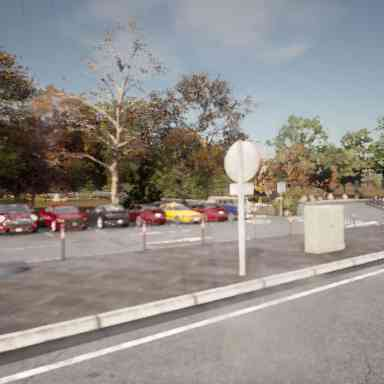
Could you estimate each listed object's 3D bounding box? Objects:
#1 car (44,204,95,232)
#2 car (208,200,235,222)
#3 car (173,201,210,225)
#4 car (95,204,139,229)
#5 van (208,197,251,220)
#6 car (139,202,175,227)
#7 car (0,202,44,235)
[{"bbox_3d":[-8.125,1.546,20.936,2.097,1.535,5.008,0,0,-36],"label":"car"},{"bbox_3d":[0.889,1.646,27.415,2.163,1.488,4.792,0,0,-36],"label":"car"},{"bbox_3d":[-1.244,1.596,25.624,1.946,1.575,5.366,0,0,-36],"label":"car"},{"bbox_3d":[-5.861,1.565,22.541,2.231,1.521,4.892,0,0,-36],"label":"car"},{"bbox_3d":[3.231,1.409,28.911,1.878,1.987,4.442,0,0,-36],"label":"van"},{"bbox_3d":[-3.626,1.610,24.184,2.163,1.488,4.792,0,0,-36],"label":"car"},{"bbox_3d":[-10.396,1.404,19.341,2.185,1.767,4.553,0,0,-36],"label":"car"}]
